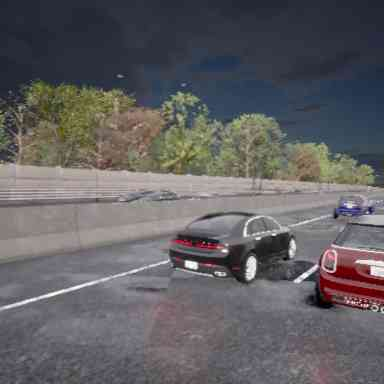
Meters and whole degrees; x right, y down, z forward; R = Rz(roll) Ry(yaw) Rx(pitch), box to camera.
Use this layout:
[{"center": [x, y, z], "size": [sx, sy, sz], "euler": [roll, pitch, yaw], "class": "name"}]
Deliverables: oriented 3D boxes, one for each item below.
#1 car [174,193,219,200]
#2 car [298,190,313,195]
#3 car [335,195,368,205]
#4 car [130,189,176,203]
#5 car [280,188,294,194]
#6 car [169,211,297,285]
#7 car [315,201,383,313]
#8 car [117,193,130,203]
[{"center": [0.957, 0.872, 27.228], "size": [1.895, 1.301, 4.718], "euler": [3, 2, 35], "class": "car"}, {"center": [21.439, 0.315, 62.758], "size": [1.994, 1.385, 4.181], "euler": [3, 2, 35], "class": "car"}, {"center": [11.813, 0.985, 24.110], "size": [2.097, 1.767, 4.553], "euler": [3, 2, 35], "class": "car"}, {"center": [-2.603, 0.659, 28.222], "size": [1.837, 1.490, 4.892], "euler": [3, 2, 35], "class": "car"}, {"center": [18.572, -0.105, 64.743], "size": [1.812, 1.442, 4.674], "euler": [3, 2, 35], "class": "car"}, {"center": [1.373, 1.280, 9.048], "size": [1.837, 1.490, 4.892], "euler": [3, 2, 35], "class": "car"}, {"center": [4.174, 1.255, 6.939], "size": [2.097, 1.767, 4.553], "euler": [3, 2, 35], "class": "car"}, {"center": [-4.805, 0.522, 31.185], "size": [1.837, 1.490, 4.892], "euler": [3, 2, 35], "class": "car"}]
